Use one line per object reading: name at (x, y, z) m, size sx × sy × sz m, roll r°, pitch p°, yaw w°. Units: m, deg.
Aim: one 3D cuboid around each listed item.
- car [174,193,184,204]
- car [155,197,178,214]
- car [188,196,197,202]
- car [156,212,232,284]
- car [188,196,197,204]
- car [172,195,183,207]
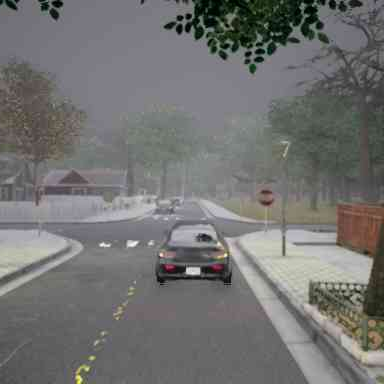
car at (-2.707, 1.318, 66.827) m, size 2.150 × 2.045 × 5.566 m, roll 0°, pitch 0°, yaw 0°
car at (-2.821, 1.523, 35.116) m, size 1.812 × 1.442 × 4.674 m, roll 0°, pitch 0°, yaw 0°
car at (0.052, 1.514, 75.498) m, size 1.994 × 1.385 × 4.181 m, roll 0°, pitch 0°, yaw 0°
car at (0.081, 1.518, 9.419) m, size 1.812 × 1.442 × 4.674 m, roll 0°, pitch 0°, yaw 1°
car at (0.098, 1.691, 65.428) m, size 1.895 × 1.301 × 4.718 m, roll 0°, pitch 0°, yaw 0°
car at (-2.809, 1.603, 51.099) m, size 1.994 × 1.385 × 4.181 m, roll 0°, pitch 0°, yaw 0°
